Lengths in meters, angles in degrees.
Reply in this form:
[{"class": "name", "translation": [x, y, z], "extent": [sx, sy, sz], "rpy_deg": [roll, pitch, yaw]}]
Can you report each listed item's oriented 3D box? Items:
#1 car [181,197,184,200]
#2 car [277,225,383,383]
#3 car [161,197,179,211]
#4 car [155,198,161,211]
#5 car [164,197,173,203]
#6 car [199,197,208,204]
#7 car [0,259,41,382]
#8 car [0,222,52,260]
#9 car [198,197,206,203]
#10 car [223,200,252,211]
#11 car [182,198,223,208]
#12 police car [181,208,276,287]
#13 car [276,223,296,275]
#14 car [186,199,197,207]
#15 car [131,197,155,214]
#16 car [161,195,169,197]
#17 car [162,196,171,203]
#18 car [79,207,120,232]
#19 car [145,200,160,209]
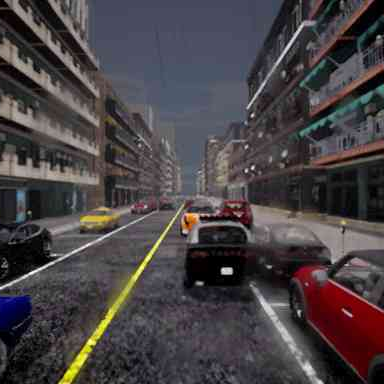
[{"class": "car", "translation": [-0.119, 1.709, 46.132], "extent": [1.882, 1.535, 5.008], "rpy_deg": [0, 0, 0]}, {"class": "car", "translation": [2.682, 1.464, 4.355], "extent": [1.967, 1.590, 4.097], "rpy_deg": [0, 0, 0]}, {"class": "car", "translation": [-3.214, 1.786, 44.322], "extent": [1.994, 1.385, 4.181], "rpy_deg": [0, 0, 0]}, {"class": "car", "translation": [-5.810, 1.535, 43.790], "extent": [2.192, 1.841, 5.009], "rpy_deg": [0, 0, 0]}, {"class": "car", "translation": [-5.923, 1.953, 83.243], "extent": [1.887, 1.381, 4.507], "rpy_deg": [0, 0, 0]}, {"class": "car", "translation": [2.489, 1.882, 72.160], "extent": [1.752, 1.417, 4.829], "rpy_deg": [0, 0, 0]}, {"class": "car", "translation": [-3.104, 1.613, 2.332], "extent": [1.895, 1.301, 4.718], "rpy_deg": [0, 0, 0]}, {"class": "car", "translation": [-5.715, 1.618, 9.969], "extent": [1.947, 1.339, 4.313], "rpy_deg": [0, 0, 0]}, {"class": "car", "translation": [2.457, 1.953, 83.262], "extent": [1.887, 1.381, 4.507], "rpy_deg": [0, 0, 0]}, {"class": "car", "translation": [2.635, 1.425, 21.264], "extent": [2.192, 1.841, 5.009], "rpy_deg": [0, 0, 0]}, {"class": "car", "translation": [0.563, 1.456, 19.519], "extent": [2.097, 1.767, 4.553], "rpy_deg": [0, 0, 4]}, {"class": "police car", "translation": [0.738, 1.474, 9.598], "extent": [1.930, 1.638, 5.238], "rpy_deg": [0, 0, 0]}, {"class": "car", "translation": [2.666, 1.603, 9.990], "extent": [2.008, 1.369, 4.403], "rpy_deg": [0, 0, 0]}, {"class": "car", "translation": [-0.169, 1.900, 60.060], "extent": [1.895, 1.301, 4.718], "rpy_deg": [0, 0, 0]}, {"class": "car", "translation": [-5.795, 1.632, 38.153], "extent": [1.967, 1.590, 4.097], "rpy_deg": [0, 0, 0]}, {"class": "car", "translation": [-5.890, 1.670, 71.971], "extent": [2.192, 1.841, 5.009], "rpy_deg": [0, 0, 0]}, {"class": "car", "translation": [-5.907, 1.822, 77.606], "extent": [1.967, 1.590, 4.097], "rpy_deg": [0, 0, 0]}, {"class": "car", "translation": [-5.746, 1.633, 21.073], "extent": [1.752, 1.417, 4.829], "rpy_deg": [0, 0, 0]}, {"class": "car", "translation": [-5.828, 1.829, 49.425], "extent": [1.802, 1.307, 4.206], "rpy_deg": [0, 0, 0]}]
